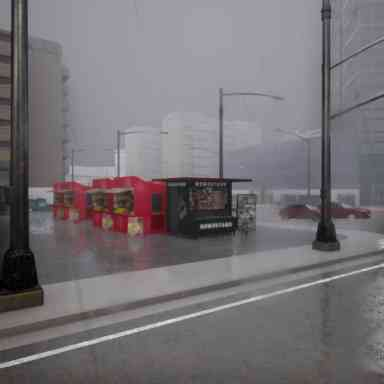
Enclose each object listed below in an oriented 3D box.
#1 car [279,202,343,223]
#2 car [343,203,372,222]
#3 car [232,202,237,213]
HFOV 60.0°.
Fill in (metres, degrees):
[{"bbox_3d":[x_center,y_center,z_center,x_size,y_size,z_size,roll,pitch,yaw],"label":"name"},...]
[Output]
[{"bbox_3d":[9.114,1.633,26.568,1.812,1.442,4.674,0,-1,-36],"label":"car"},{"bbox_3d":[12.388,1.580,28.011,1.882,1.535,5.008,0,-1,-36],"label":"car"},{"bbox_3d":[3.938,1.774,39.679,2.128,1.511,4.902,0,-1,-36],"label":"car"}]
